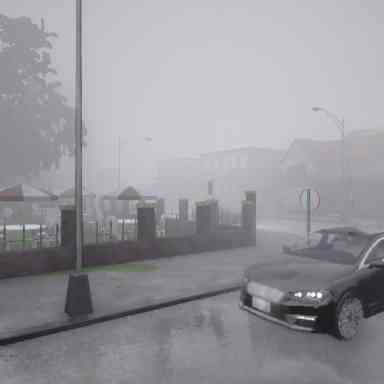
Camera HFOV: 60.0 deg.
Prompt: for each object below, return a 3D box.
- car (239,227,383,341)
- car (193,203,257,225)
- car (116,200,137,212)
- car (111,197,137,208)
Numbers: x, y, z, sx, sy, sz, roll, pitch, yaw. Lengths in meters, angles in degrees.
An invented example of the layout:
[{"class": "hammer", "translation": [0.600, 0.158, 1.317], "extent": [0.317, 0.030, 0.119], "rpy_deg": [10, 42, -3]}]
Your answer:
[{"class": "car", "translation": [3.104, 1.492, 6.573], "extent": [4.902, 1.511, 2.128], "rpy_deg": [0, 0, -34]}, {"class": "car", "translation": [2.241, 1.547, 24.400], "extent": [2.033, 1.411, 5.357], "rpy_deg": [0, 0, -36]}, {"class": "car", "translation": [-7.720, 1.507, 38.344], "extent": [1.837, 1.490, 4.892], "rpy_deg": [0, -1, -35]}, {"class": "car", "translation": [-10.009, 1.478, 48.739], "extent": [1.882, 1.535, 5.008], "rpy_deg": [0, 0, -35]}]
